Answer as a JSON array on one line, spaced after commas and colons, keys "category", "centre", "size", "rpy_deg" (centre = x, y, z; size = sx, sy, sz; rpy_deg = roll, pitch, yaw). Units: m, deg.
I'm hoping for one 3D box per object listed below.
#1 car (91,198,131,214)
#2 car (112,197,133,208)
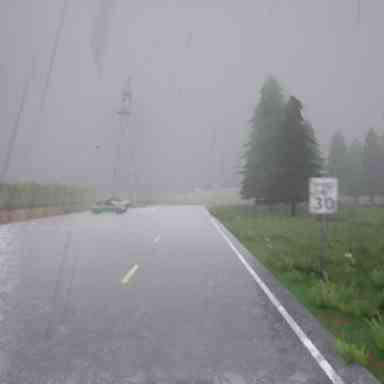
[{"category": "car", "centre": [-9.540, 1.781, 38.629], "size": [3.988, 1.617, 1.851], "rpy_deg": [0, 0, -1]}, {"category": "car", "centre": [-11.893, 1.784, 55.475], "size": [3.866, 1.878, 1.905], "rpy_deg": [0, -1, -31]}]
